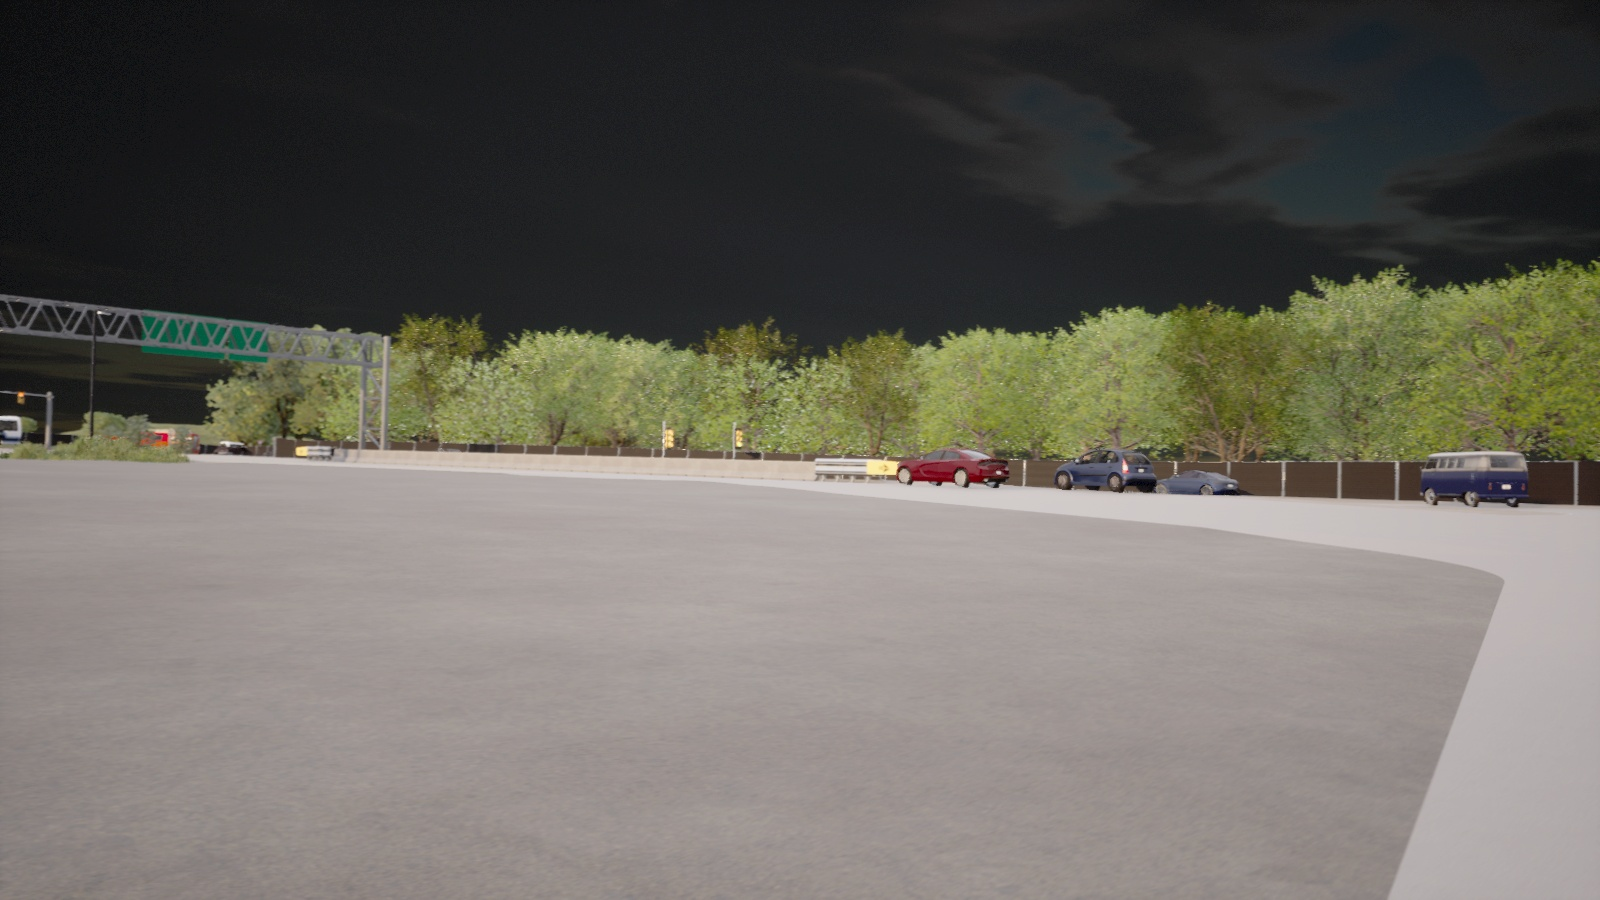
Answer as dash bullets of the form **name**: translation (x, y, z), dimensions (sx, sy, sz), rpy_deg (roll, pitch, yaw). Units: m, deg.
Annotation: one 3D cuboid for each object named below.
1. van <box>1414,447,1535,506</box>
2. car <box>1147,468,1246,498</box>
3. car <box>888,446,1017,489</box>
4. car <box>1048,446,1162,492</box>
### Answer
- **van**: translation (24.249, 0.970, 45.328), dimensions (1.775, 1.987, 4.442), rpy_deg (1, -1, -3)
- **car**: translation (19.072, 1.591, 60.564), dimensions (1.994, 1.385, 4.181), rpy_deg (2, -2, -35)
- **car**: translation (5.831, 0.643, 48.603), dimensions (1.882, 1.535, 5.008), rpy_deg (2, -1, -39)
- **car**: translation (11.375, 0.679, 47.090), dimensions (1.851, 1.617, 3.988), rpy_deg (2, -1, -31)
